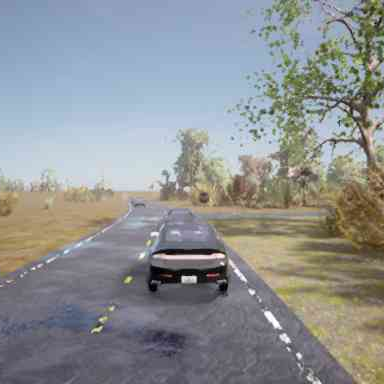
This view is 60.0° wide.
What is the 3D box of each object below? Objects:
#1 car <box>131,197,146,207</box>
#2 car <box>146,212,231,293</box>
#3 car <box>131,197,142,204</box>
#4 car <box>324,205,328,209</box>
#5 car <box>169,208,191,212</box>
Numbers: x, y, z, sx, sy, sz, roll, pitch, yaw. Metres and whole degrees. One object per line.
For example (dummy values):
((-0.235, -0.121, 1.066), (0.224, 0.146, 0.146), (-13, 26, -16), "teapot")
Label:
((-8.587, 1.755, 54.388), (2.033, 1.411, 5.357), (0, 0, -11), "car")
((-0.136, 1.529, 9.010), (2.128, 1.511, 4.902), (0, 0, -2), "car")
((-11.653, 1.814, 69.415), (1.994, 1.385, 4.181), (0, 0, -12), "car")
((17.944, 1.727, 39.086), (4.674, 1.442, 1.812), (0, 0, -11), "car")
((-0.711, 1.644, 19.687), (1.994, 1.385, 4.181), (0, 0, -4), "car")
